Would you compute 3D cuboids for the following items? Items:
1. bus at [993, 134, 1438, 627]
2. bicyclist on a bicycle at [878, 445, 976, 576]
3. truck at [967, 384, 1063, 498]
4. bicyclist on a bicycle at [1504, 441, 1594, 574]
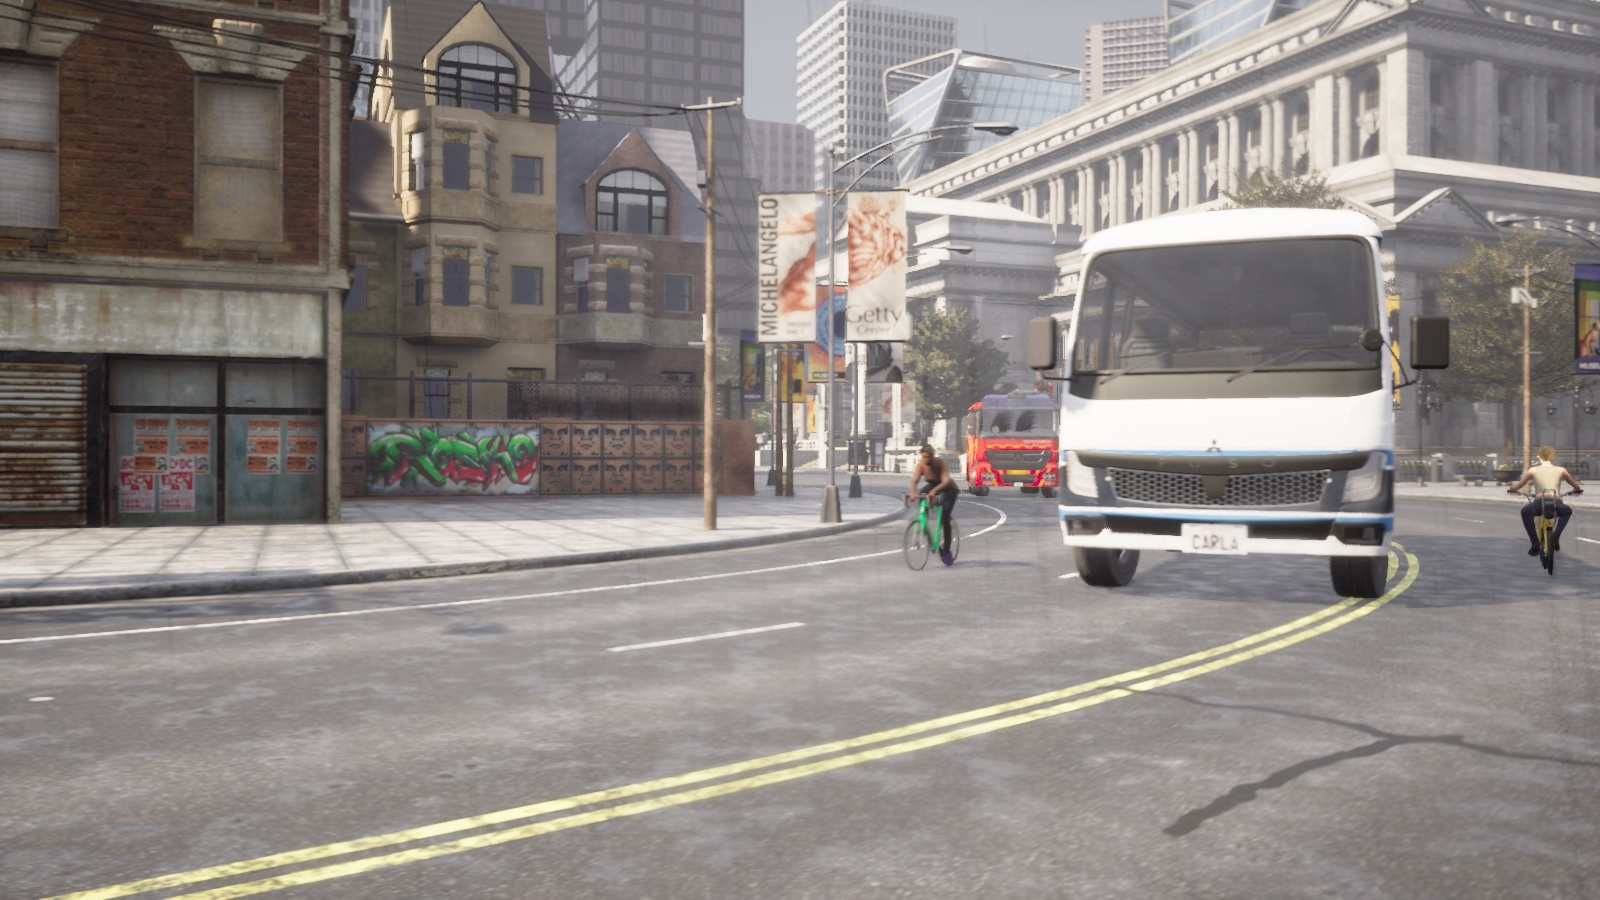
[{"bbox_3d":[5.854,-0.594,16.341,3.944,4.253,10.273,0,0,25],"label":"bus"},{"bbox_3d":[1.676,0.746,16.359,0.582,1.620,1.656,-1,0,31],"label":"bicyclist on a bicycle"},{"bbox_3d":[7.794,-0.292,46.510,2.891,3.827,8.468,0,0,6],"label":"truck"},{"bbox_3d":[9.572,0.708,16.092,0.866,1.612,1.509,-1,0,27],"label":"bicyclist on a bicycle"}]
